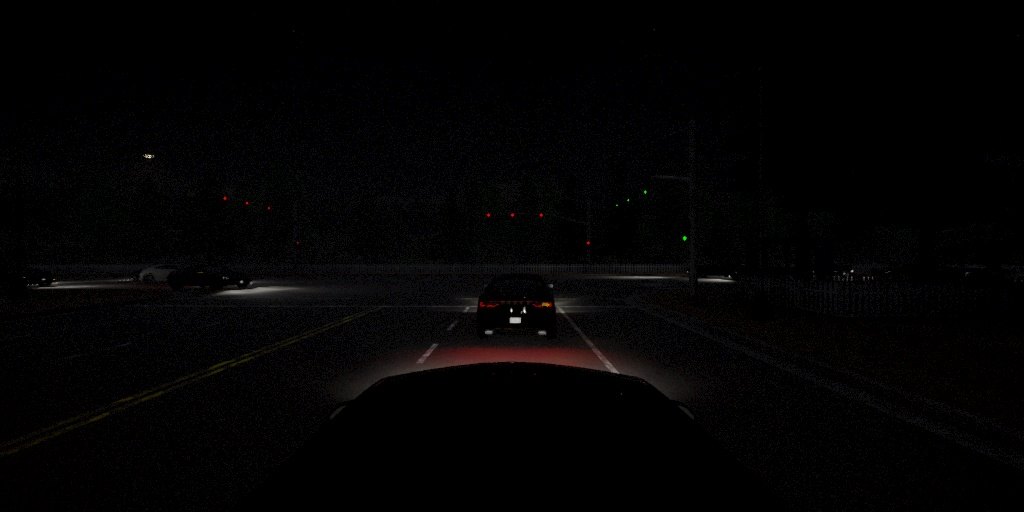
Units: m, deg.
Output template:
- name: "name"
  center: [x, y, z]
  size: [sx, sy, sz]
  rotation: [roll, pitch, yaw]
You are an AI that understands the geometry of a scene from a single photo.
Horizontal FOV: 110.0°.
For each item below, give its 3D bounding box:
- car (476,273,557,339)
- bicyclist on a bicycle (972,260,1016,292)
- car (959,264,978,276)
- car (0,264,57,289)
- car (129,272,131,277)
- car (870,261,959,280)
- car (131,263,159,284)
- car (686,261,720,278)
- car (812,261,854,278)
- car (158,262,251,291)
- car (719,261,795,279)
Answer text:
- name: "car"
  center: [0.174, 1.228, 10.159]
  size: [1.882, 1.535, 5.008]
  rotation: [0, 0, 2]
- name: "bicyclist on a bicycle"
  center: [22.822, 0.995, 17.020]
  size: [0.582, 1.620, 1.656]
  rotation: [0, 0, 0]
- name: "car"
  center: [37.673, 1.295, 31.599]
  size: [4.718, 1.301, 1.895]
  rotation: [0, 0, 9]
- name: "car"
  center: [-31.266, 1.200, 22.057]
  size: [4.892, 1.490, 1.837]
  rotation: [0, 0, 0]
- name: "car"
  center: [-28.332, 1.220, 29.303]
  size: [4.674, 1.442, 1.812]
  rotation: [0, 0, 0]
- name: "car"
  center: [31.740, 1.172, 28.676]
  size: [5.008, 1.535, 1.882]
  rotation: [0, 0, 4]
- name: "car"
  center: [-23.698, 1.220, 25.556]
  size: [4.674, 1.442, 1.812]
  rotation: [0, 0, 0]
- name: "car"
  center: [18.418, 1.186, 32.496]
  size: [4.902, 1.511, 2.128]
  rotation: [0, 0, 1]
- name: "car"
  center: [27.749, 1.186, 32.317]
  size: [4.902, 1.511, 2.128]
  rotation: [0, 0, 2]
- name: "car"
  center: [-18.075, 1.226, 21.396]
  size: [4.674, 1.442, 1.812]
  rotation: [0, 0, 11]
- name: "car"
  center: [20.236, 1.242, 29.018]
  size: [5.357, 1.411, 2.033]
  rotation: [0, 0, -1]
